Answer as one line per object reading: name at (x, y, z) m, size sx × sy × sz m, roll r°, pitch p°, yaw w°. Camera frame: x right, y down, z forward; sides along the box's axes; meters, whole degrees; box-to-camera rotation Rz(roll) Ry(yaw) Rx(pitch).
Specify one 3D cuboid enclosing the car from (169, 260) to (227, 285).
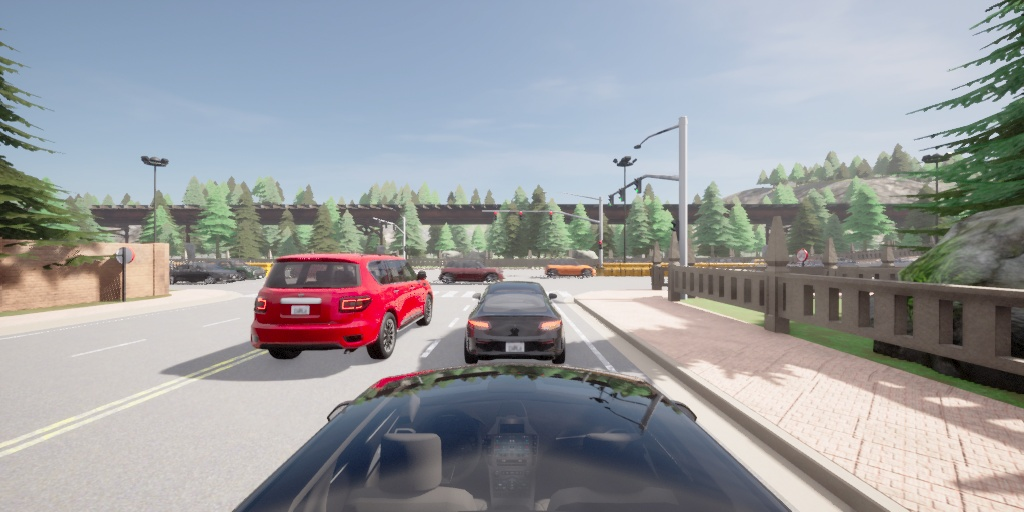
car at (-22.055, 1.255, 25.464) m, size 4.892 × 1.490 × 1.837 m, roll 0°, pitch 0°, yaw 3°

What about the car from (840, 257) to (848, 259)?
car at (41.609, 0.953, 46.535) m, size 4.892 × 1.490 × 1.837 m, roll -3°, pitch 0°, yaw 0°

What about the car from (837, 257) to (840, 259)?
car at (35.687, 1.141, 43.050) m, size 5.008 × 1.535 × 1.882 m, roll -1°, pitch 0°, yaw 0°

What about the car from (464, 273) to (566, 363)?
car at (0.063, 1.276, 7.963) m, size 1.812 × 1.442 × 4.674 m, roll 0°, pitch 0°, yaw 0°

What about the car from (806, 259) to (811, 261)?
car at (31.421, 1.337, 39.555) m, size 4.718 × 1.301 × 1.895 m, roll 0°, pitch 0°, yaw 0°

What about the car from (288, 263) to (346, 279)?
car at (-17.638, 1.314, 32.550) m, size 4.181 × 1.385 × 1.994 m, roll 0°, pitch 0°, yaw 0°

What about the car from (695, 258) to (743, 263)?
car at (22.433, 1.102, 39.573) m, size 4.553 × 1.767 × 2.097 m, roll 0°, pitch 0°, yaw 0°

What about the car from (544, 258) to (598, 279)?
car at (5.179, 1.102, 32.446) m, size 4.553 × 1.767 × 2.097 m, roll 0°, pitch 0°, yaw 0°

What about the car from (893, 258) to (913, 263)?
car at (42.055, 0.974, 39.534) m, size 5.357 × 1.411 × 2.033 m, roll -3°, pitch 0°, yaw 0°

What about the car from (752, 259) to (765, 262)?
car at (31.746, 1.210, 46.553) m, size 5.008 × 1.535 × 1.882 m, roll -1°, pitch 0°, yaw 0°

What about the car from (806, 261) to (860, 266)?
car at (25.608, 1.313, 28.864) m, size 4.181 × 1.385 × 1.994 m, roll 0°, pitch 0°, yaw 0°

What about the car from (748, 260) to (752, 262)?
car at (25.538, 1.102, 43.064) m, size 4.553 × 1.767 × 2.097 m, roll 0°, pitch 0°, yaw 0°

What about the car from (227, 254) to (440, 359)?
car at (-3.440, 0.971, 8.515) m, size 2.150 × 2.045 × 5.566 m, roll 0°, pitch 0°, yaw 0°

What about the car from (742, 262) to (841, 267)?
car at (19.498, 1.297, 25.379) m, size 5.357 × 1.411 × 2.033 m, roll 0°, pitch 0°, yaw 0°

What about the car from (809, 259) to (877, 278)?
car at (30.119, 1.271, 32.361) m, size 4.674 × 1.442 × 1.812 m, roll 0°, pitch 0°, yaw 0°

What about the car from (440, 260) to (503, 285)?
car at (-2.774, 1.102, 25.482) m, size 4.553 × 1.767 × 2.097 m, roll 0°, pitch 0°, yaw 0°

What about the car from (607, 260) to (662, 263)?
car at (13.412, 1.228, 39.609) m, size 5.008 × 1.535 × 1.882 m, roll 0°, pitch 0°, yaw 0°
